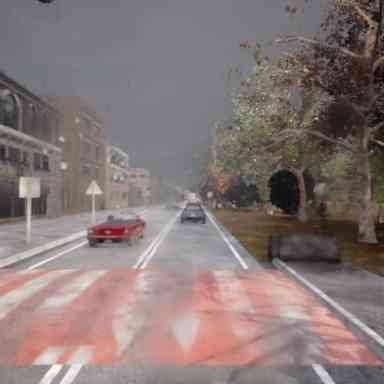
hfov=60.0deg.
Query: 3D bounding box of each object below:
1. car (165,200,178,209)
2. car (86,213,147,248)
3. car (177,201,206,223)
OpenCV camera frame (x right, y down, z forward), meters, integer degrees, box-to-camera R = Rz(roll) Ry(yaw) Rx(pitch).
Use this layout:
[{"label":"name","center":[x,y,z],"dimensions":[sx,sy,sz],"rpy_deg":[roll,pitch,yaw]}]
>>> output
[{"label":"car","center":[-3.150,1.975,52.227],"dimensions":[1.895,1.301,4.718],"rpy_deg":[0,-1,1]},{"label":"car","center":[-3.308,1.667,15.381],"dimensions":[1.895,1.301,4.718],"rpy_deg":[0,0,0]},{"label":"car","center":[0.104,1.679,26.718],"dimensions":[1.994,1.385,4.181],"rpy_deg":[0,0,1]}]
